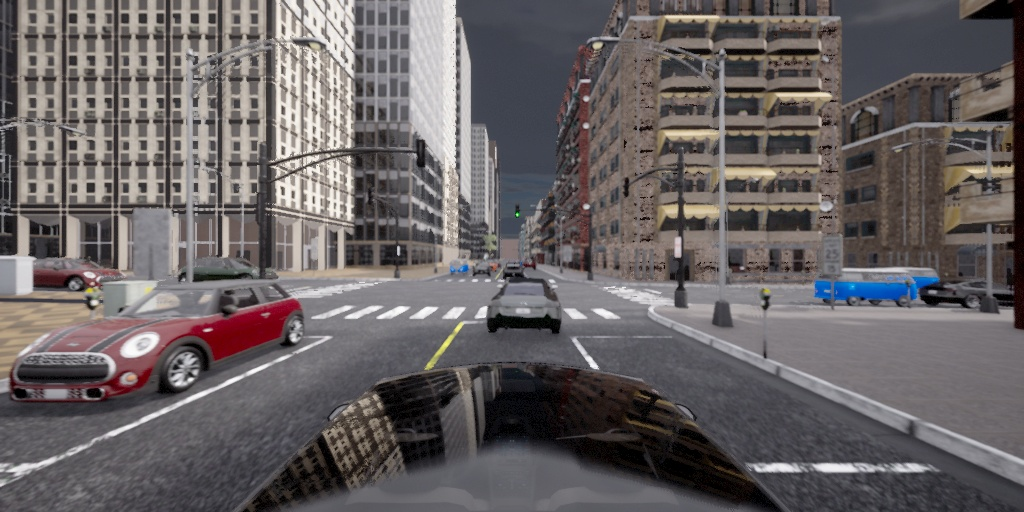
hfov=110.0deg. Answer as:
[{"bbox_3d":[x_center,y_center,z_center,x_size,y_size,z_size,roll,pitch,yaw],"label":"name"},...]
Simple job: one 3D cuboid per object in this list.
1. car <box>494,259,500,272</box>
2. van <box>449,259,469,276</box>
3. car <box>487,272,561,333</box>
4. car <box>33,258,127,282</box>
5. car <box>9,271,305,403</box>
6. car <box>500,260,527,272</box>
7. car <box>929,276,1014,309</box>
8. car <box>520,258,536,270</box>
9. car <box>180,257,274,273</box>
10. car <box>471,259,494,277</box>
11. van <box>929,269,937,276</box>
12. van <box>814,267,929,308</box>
[{"bbox_3d":[-3.089,1.241,48.653,2.097,1.767,4.553,0,-1,0],"label":"car"},{"bbox_3d":[-5.697,1.196,38.941,1.690,1.789,3.998,0,0,0],"label":"van"},{"bbox_3d":[0.442,1.341,10.879,1.994,1.385,4.181,0,0,5],"label":"car"},{"bbox_3d":[-21.150,0.859,17.233,4.097,1.591,1.967,0,0,0],"label":"car"},{"bbox_3d":[-5.692,1.202,6.468,1.967,1.591,4.097,0,0,0],"label":"car"},{"bbox_3d":[0.103,1.340,32.986,1.837,1.490,4.892,0,0,0],"label":"car"},{"bbox_3d":[22.449,1.827,17.370,4.313,1.339,1.948,0,0,0],"label":"car"},{"bbox_3d":[2.680,1.223,55.597,2.192,1.841,5.009,0,0,0],"label":"car"},{"bbox_3d":[-15.533,0.883,19.908,4.553,1.767,2.097,1,0,-2],"label":"car"},{"bbox_3d":[-3.127,1.357,37.835,1.837,1.490,4.892,0,0,-2],"label":"car"},{"bbox_3d":[27.915,1.717,25.731,3.998,1.789,1.690,0,0,0],"label":"van"},{"bbox_3d":[16.909,1.495,17.187,3.998,1.789,1.690,0,0,0],"label":"van"}]
